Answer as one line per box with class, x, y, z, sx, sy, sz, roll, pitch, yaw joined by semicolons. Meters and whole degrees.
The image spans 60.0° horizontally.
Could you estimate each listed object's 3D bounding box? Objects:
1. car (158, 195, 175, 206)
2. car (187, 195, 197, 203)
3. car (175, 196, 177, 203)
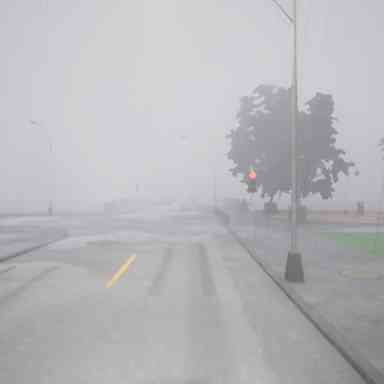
car;-4.077;1.438;51.022;1.994;1.385;4.181;0;0;0
car;-0.008;1.393;66.353;2.033;1.411;5.357;0;0;0
car;-4.013;1.379;66.827;2.033;1.411;5.357;0;0;0
